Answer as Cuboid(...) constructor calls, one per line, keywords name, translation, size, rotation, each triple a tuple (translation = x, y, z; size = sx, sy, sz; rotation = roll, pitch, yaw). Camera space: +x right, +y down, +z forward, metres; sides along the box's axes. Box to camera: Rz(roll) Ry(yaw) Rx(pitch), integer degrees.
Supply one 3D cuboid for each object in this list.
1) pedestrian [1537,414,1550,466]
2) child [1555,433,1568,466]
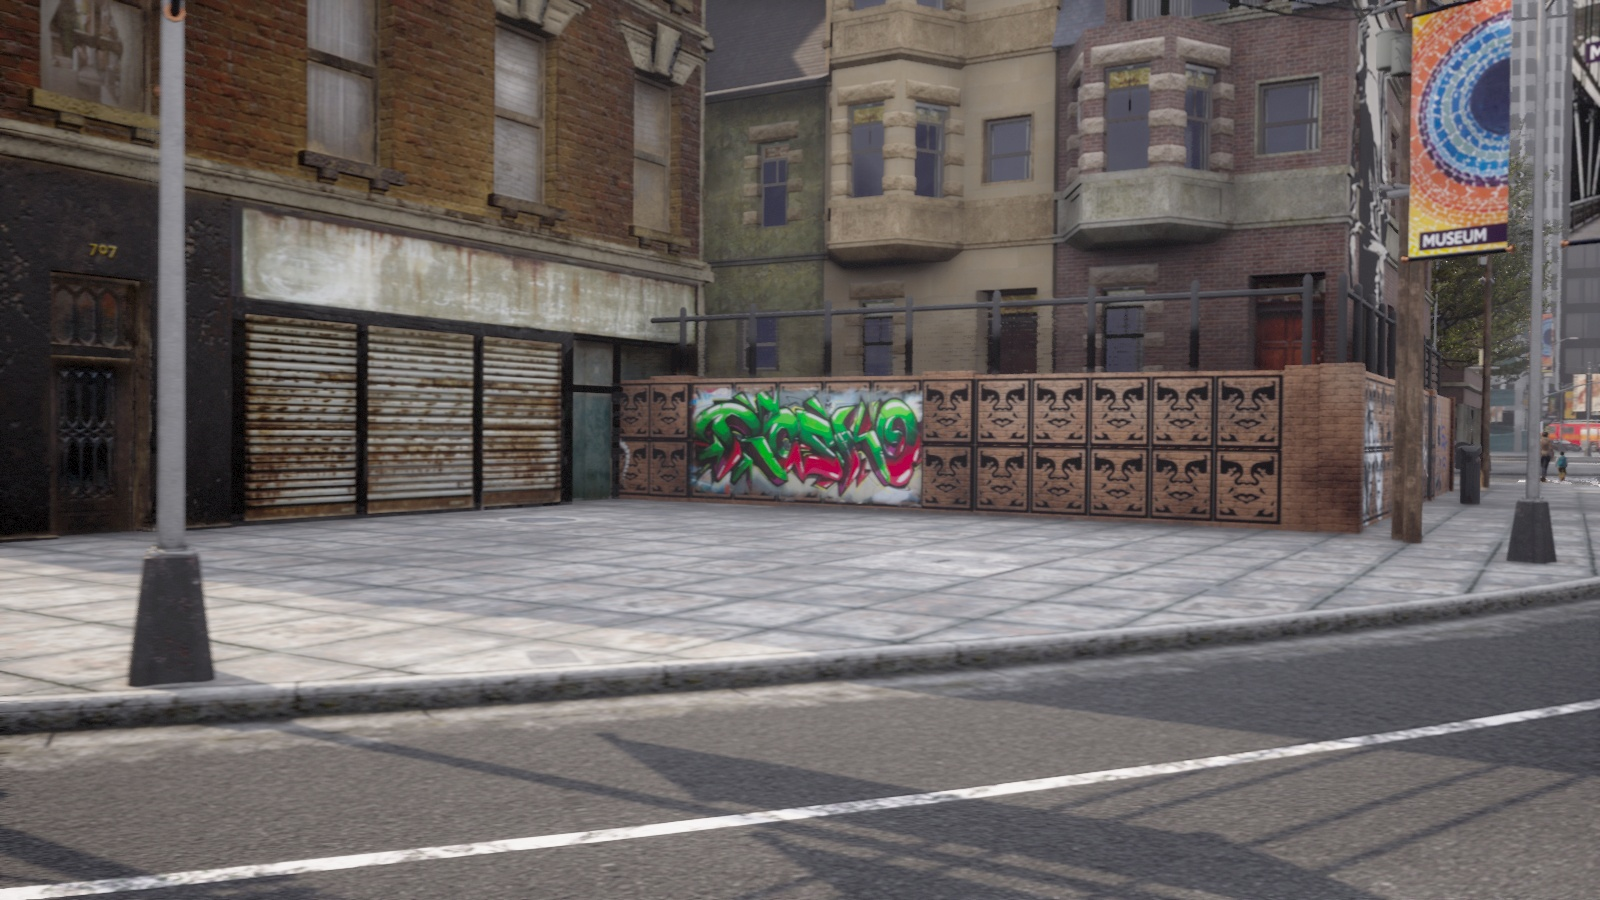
Cuboid(name="pedestrian", translation=(25.864, -0.357, 43.677), size=(0.328, 1.805, 0.869), rotation=(0, 1, 33))
Cuboid(name="child", translation=(27.800, -0.031, 45.840), size=(0.343, 1.192, 0.448), rotation=(0, 1, 36))
